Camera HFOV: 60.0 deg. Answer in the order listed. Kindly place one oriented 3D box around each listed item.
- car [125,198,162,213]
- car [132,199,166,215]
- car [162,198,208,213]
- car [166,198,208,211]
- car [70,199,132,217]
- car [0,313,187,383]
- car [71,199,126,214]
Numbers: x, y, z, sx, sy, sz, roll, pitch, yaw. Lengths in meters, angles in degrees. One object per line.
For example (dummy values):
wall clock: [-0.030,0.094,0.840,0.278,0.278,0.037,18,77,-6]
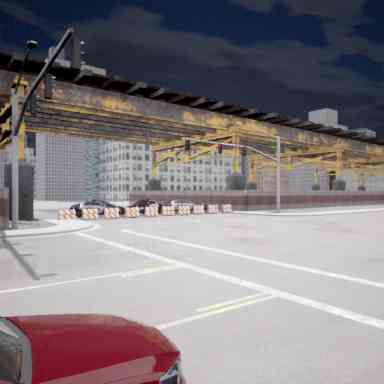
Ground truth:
car: [-4.687,1.295,33.102,1.853,1.218,4.536,0,0,18]
car: [-4.703,1.453,33.052,2.038,1.542,4.974,0,0,18]
car: [-0.804,1.453,36.824,4.974,1.542,2.038,0,0,-7]
car: [-0.855,1.295,36.817,4.536,1.218,1.853,0,0,-7]
car: [-8.440,1.453,30.356,4.974,1.542,2.038,0,0,8]
car: [-2.195,1.526,2.201,4.674,1.442,1.812,0,0,-35]
car: [-8.491,1.295,30.363,4.536,1.218,1.853,0,0,8]
